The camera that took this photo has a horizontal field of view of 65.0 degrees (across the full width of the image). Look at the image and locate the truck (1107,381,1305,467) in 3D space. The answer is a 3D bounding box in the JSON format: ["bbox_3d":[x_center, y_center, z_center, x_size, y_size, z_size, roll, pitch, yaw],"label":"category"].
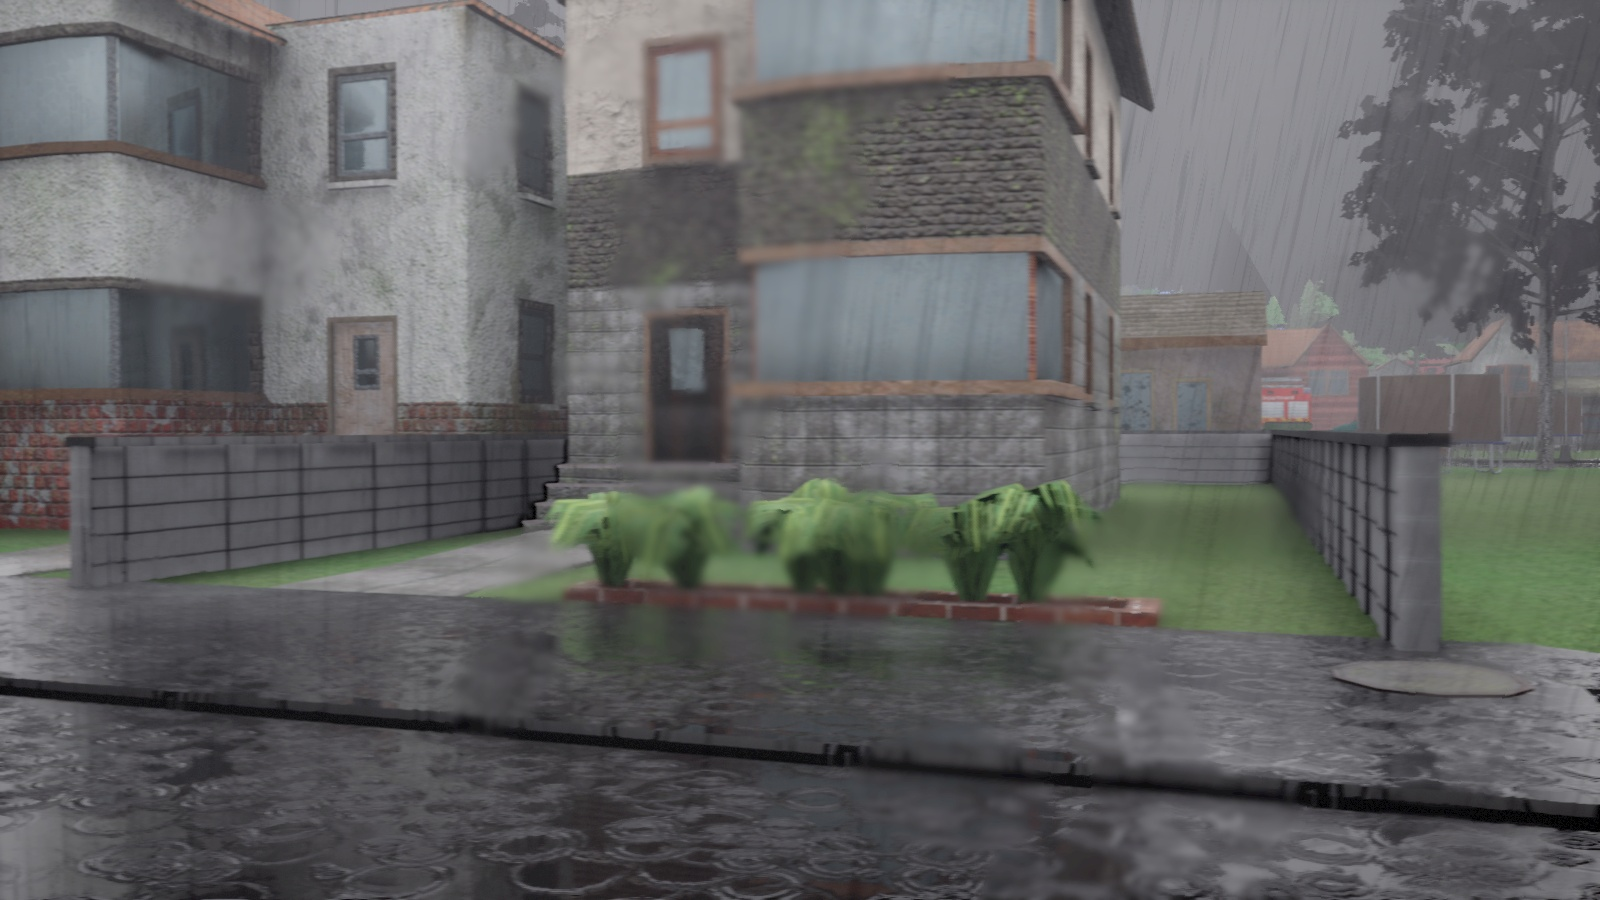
[{"bbox_3d":[18.704,-1.198,58.100,8.468,3.827,2.891,1,1,19],"label":"truck"}]
